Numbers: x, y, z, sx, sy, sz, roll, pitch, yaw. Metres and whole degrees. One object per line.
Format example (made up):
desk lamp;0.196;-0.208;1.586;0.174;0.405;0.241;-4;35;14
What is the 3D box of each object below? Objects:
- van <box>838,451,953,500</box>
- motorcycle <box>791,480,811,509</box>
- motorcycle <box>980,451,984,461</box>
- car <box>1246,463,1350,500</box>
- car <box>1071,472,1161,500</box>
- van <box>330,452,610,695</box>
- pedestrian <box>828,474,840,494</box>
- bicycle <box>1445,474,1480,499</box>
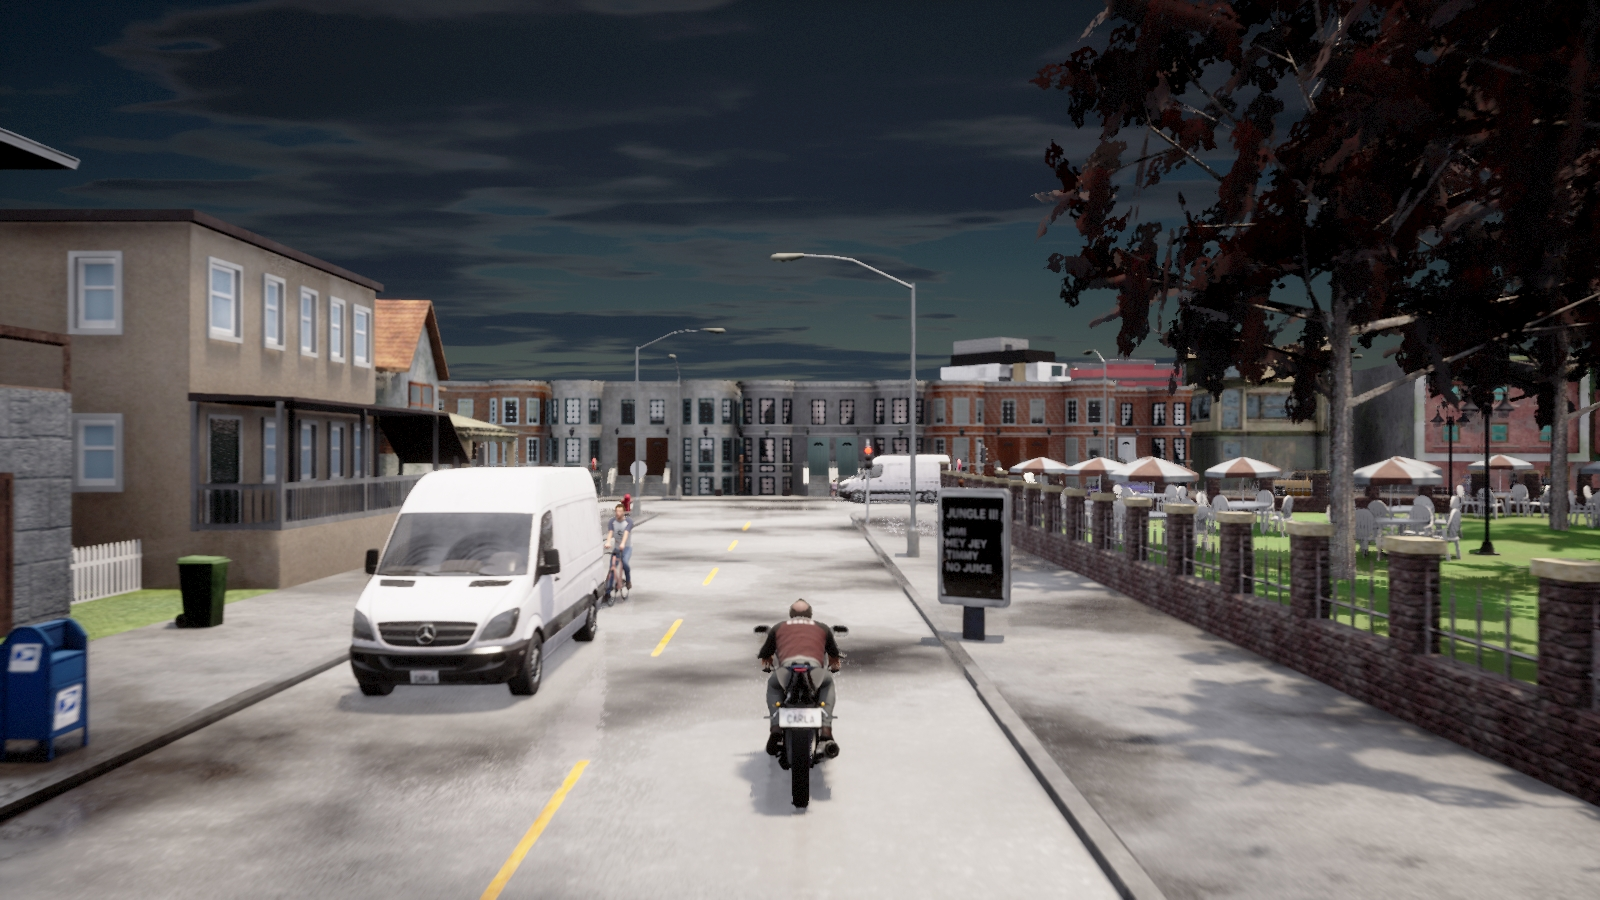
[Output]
van;4.969;1.313;60.088;5.915;2.561;1.988;0;0;0
motorcycle;0.046;1.983;51.492;0.867;1.251;2.209;0;0;0
motorcycle;45.479;1.438;285.661;0.764;1.277;2.356;0;-39;3
car;26.100;1.644;59.949;4.605;1.855;1.932;0;0;1
car;16.590;1.897;60.065;4.181;1.385;1.994;0;0;0
van;-3.990;1.314;15.064;1.988;2.561;5.915;0;0;0
pedestrian;1.891;1.902;63.319;0.500;1.100;0.500;0;0;-21
bicycle;34.787;1.934;59.994;1.643;1.296;0.373;0;0;1
